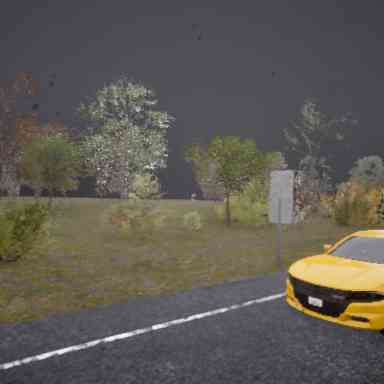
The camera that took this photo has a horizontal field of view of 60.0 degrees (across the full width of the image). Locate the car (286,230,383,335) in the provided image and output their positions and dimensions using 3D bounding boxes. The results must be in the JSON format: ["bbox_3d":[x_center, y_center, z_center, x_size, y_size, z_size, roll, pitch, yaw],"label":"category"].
[{"bbox_3d":[4.047,1.554,6.877,5.008,1.535,1.882,1,-1,-35],"label":"car"}]
